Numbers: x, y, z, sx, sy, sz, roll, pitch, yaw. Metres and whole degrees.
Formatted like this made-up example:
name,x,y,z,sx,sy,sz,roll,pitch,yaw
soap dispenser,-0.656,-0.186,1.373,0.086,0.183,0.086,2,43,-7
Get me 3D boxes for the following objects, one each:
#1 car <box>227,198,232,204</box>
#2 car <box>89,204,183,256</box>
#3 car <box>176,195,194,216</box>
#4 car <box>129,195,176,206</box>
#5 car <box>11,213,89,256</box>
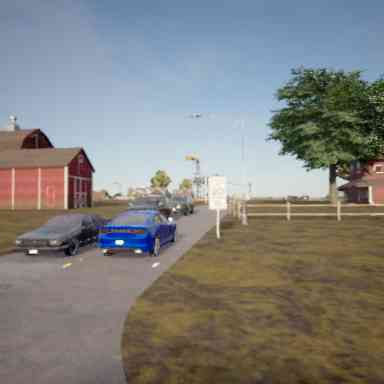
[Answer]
name,x,y,z,sx,sy,sz,roll,pitch,yaw
car,6.874,1.785,64.297,2.033,1.411,5.357,-1,-1,10
car,-1.912,1.474,13.116,1.882,1.535,5.008,-1,0,10
car,-1.246,1.328,34.381,2.150,2.045,5.566,-1,0,10
car,-3.071,1.294,23.814,2.150,2.045,5.566,-1,0,11
car,-4.817,1.596,13.634,2.033,1.411,5.357,-1,0,10
